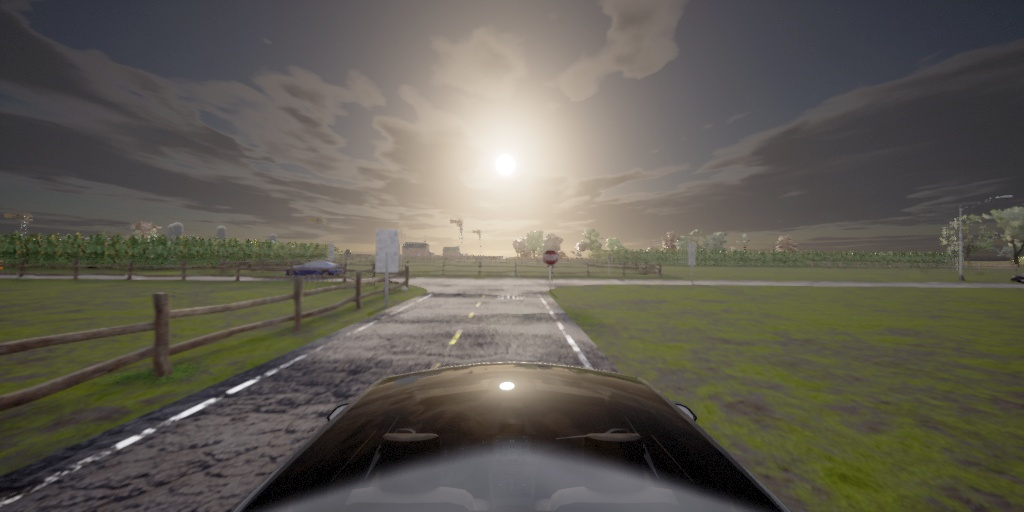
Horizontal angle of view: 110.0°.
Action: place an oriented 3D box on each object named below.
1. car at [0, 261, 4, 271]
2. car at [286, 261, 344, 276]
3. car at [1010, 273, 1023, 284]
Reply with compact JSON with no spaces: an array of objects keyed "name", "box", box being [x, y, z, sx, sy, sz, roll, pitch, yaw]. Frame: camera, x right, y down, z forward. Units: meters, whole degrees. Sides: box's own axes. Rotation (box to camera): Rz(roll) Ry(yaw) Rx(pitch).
[{"name":"car","box":[-46.593,0.761,30.468,5.008,1.535,1.882,0,-1,0]},{"name":"car","box":[-16.654,1.116,30.524,4.674,1.442,1.812,1,-1,0]},{"name":"car","box":[46.497,1.763,30.758,5.357,1.411,2.033,1,-1,0]}]
